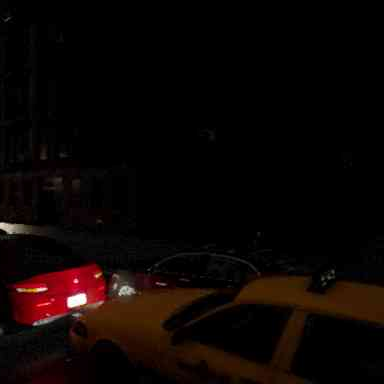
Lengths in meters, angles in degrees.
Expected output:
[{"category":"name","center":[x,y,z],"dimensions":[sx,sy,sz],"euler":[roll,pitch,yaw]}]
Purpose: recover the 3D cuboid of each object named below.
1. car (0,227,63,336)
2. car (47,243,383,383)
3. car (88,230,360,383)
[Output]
[{"category":"car","center":[-3.691,1.561,6.619],"dimensions":[4.674,1.442,1.812],"euler":[0,0,36]},{"category":"car","center":[0.944,1.476,3.148],"dimensions":[5.366,1.575,1.801],"euler":[0,0,37]},{"category":"car","center":[0.373,1.585,5.924],"dimensions":[4.403,1.369,2.008],"euler":[0,0,36]}]
